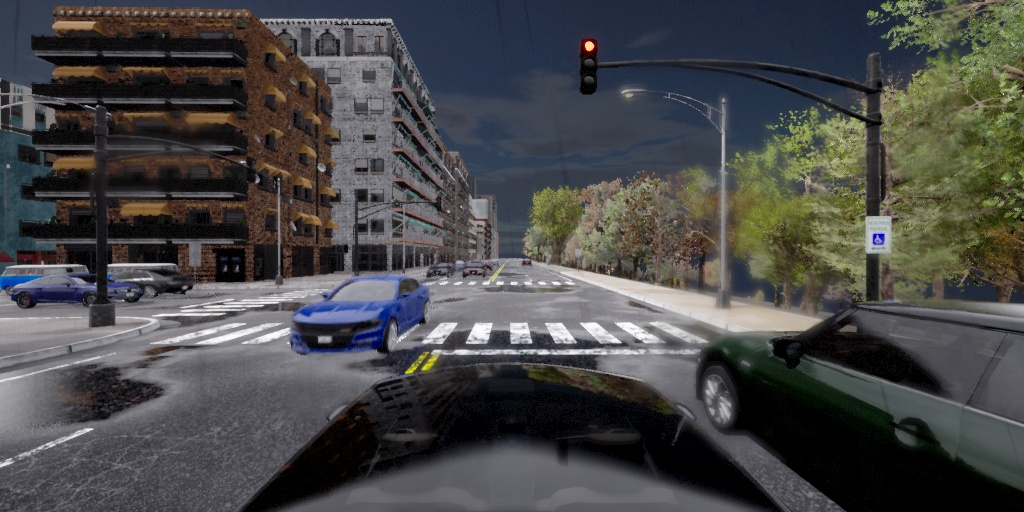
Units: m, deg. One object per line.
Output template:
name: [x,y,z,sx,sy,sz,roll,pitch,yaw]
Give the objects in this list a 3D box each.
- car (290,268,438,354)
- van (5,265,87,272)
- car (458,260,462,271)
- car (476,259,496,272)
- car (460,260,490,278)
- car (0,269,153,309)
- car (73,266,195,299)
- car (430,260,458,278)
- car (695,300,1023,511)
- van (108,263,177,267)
car: [-3.378,1.226,8.946,1.882,1.535,5.008,0,0,0]
van: [-28.384,1.425,21.851,3.998,1.789,1.690,0,0,-1]
car: [-6.739,1.285,45.781,1.812,1.442,4.674,0,1,0]
car: [-3.493,1.359,47.284,1.895,1.301,4.718,0,0,0]
car: [-3.452,1.317,34.034,1.994,1.385,4.181,0,0,0]
car: [-19.573,1.517,16.199,4.674,1.442,1.812,-1,0,0]
car: [-20.004,1.490,19.284,4.892,1.490,1.837,-1,1,0]
car: [-6.703,1.317,34.056,1.994,1.385,4.181,0,0,0]
car: [3.347,1.102,2.651,2.097,1.767,4.553,0,0,0]
van: [-22.783,1.351,21.946,3.998,1.789,1.690,0,0,-1]
